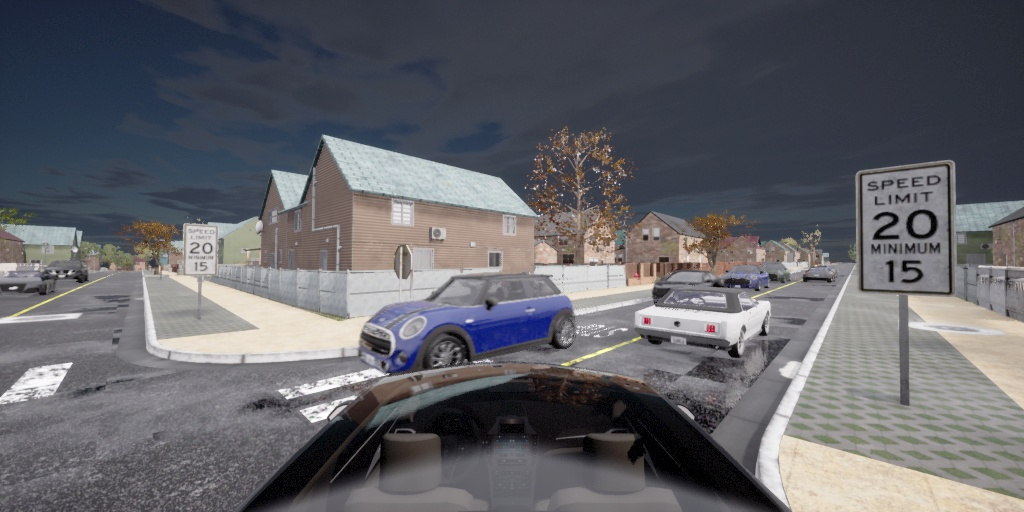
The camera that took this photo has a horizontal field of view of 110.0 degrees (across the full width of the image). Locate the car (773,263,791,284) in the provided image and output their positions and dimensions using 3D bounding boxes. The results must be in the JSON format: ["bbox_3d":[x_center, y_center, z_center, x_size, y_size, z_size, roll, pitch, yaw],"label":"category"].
[{"bbox_3d":[23.003,1.434,31.610,2.097,1.767,4.553,-1,-1,44],"label":"car"}]

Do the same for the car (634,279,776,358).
[{"bbox_3d":[4.867,1.414,8.748,1.895,1.301,4.718,-1,-1,44],"label":"car"}]

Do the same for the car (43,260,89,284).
[{"bbox_3d":[-38.817,1.364,31.283,5.566,2.045,2.150,-2,-2,44],"label":"car"}]

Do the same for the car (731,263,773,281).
[{"bbox_3d":[15.674,1.343,24.057,2.097,1.767,4.553,-1,-1,44],"label":"car"}]

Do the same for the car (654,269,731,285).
[{"bbox_3d":[8.020,1.376,16.126,1.882,1.535,5.008,-1,-1,44],"label":"car"}]

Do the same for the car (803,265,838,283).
[{"bbox_3d":[27.697,1.652,32.354,4.181,1.385,1.994,1,-1,-45],"label":"car"}]

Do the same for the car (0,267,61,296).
[{"bbox_3d":[-27.179,1.510,19.918,4.181,1.385,1.994,-1,-2,45],"label":"car"}]

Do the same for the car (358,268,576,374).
[{"bbox_3d":[-0.707,1.150,7.507,4.553,1.767,2.097,1,-1,-42],"label":"car"}]
